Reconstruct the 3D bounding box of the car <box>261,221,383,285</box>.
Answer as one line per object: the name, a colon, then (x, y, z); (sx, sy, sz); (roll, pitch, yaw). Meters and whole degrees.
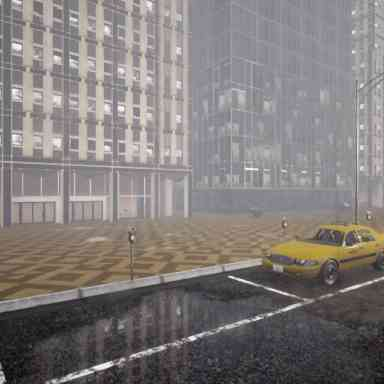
car: (4.037, 1.526, 9.454); (4.829, 1.417, 1.752); (0, 0, -36)
